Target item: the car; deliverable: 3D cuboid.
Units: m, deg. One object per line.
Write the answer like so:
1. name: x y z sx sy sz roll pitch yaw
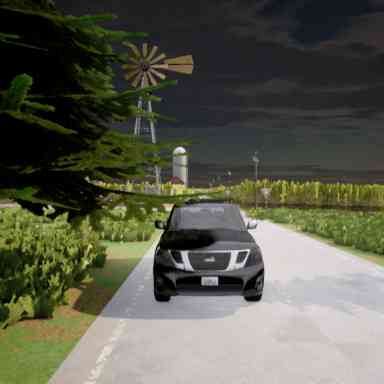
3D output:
1. car: 0.330 1.219 8.638 2.150 2.045 5.566 0 0 0
